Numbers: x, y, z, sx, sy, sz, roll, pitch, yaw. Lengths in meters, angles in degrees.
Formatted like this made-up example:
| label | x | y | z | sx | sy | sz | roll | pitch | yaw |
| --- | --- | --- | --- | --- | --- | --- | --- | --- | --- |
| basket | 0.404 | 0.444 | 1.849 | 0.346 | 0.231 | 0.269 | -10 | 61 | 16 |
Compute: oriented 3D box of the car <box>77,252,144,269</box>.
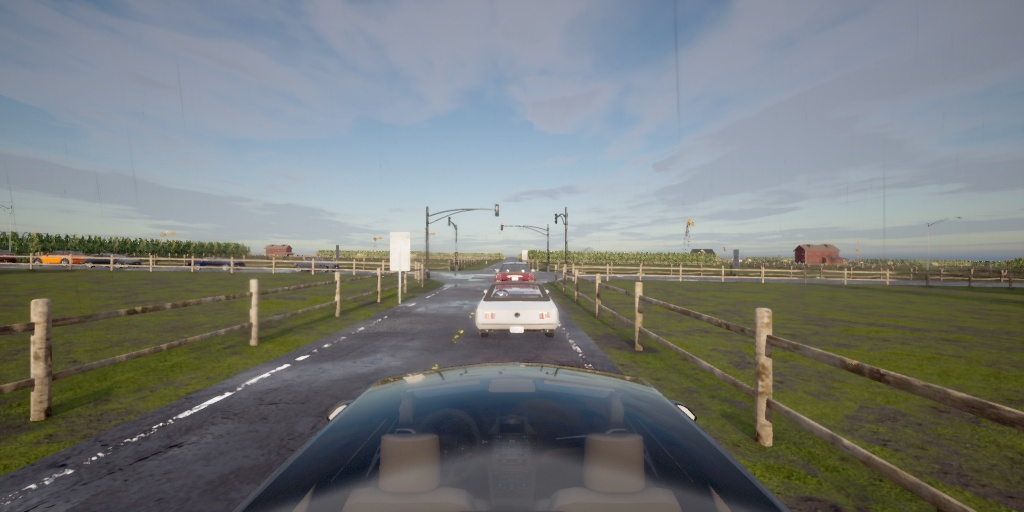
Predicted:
| label | x | y | z | sx | sy | sz | roll | pitch | yaw |
| --- | --- | --- | --- | --- | --- | --- | --- | --- | --- |
| car | -40.879 | 0.525 | 36.852 | 4.892 | 1.490 | 1.837 | 1 | 0 | 0 |

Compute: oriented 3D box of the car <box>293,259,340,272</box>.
| label | x | y | z | sx | sy | sz | roll | pitch | yaw |
| --- | --- | --- | --- | --- | --- | --- | --- | --- | --- |
| car | -19.968 | 0.962 | 36.778 | 4.181 | 1.385 | 1.994 | 1 | 0 | 0 |

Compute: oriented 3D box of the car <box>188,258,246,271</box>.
| label | x | y | z | sx | sy | sz | roll | pitch | yaw |
| --- | --- | --- | --- | --- | --- | --- | --- | --- | --- |
| car | -30.174 | 0.814 | 36.806 | 4.718 | 1.301 | 1.895 | 1 | 0 | 0 |

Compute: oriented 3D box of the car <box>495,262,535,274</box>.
| label | x | y | z | sx | sy | sz | roll | pitch | yaw |
| --- | --- | --- | --- | --- | --- | --- | --- | --- | --- |
| car | 0.178 | 1.103 | 19.173 | 2.097 | 1.767 | 4.553 | 0 | 0 | 1 |

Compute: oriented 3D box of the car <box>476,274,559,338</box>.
| label | x | y | z | sx | sy | sz | roll | pitch | yaw |
| --- | --- | --- | --- | --- | --- | --- | --- | --- | --- |
| car | 0.123 | 1.351 | 10.184 | 1.895 | 1.301 | 4.718 | 0 | 0 | 0 |
